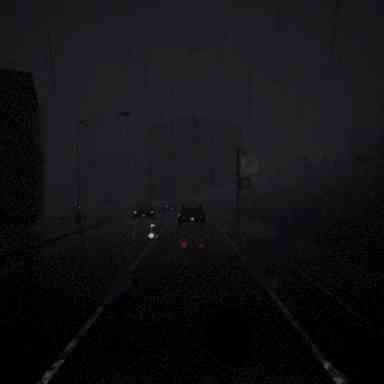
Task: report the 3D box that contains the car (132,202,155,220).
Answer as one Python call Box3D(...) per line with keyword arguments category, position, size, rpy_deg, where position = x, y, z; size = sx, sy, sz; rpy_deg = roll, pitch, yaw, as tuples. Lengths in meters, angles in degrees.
Box3D(category="car", position=(-4.242, 1.650, 29.318), size=(1.812, 1.442, 4.674), rpy_deg=(0, -1, -8))

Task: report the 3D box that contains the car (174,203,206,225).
Box3D(category="car", position=(-0.080, 1.543, 24.072), size=(2.128, 1.511, 4.902), rpy_deg=(0, 0, -2))

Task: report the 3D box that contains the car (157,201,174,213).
Box3D(category="car", position=(-2.969, 1.841, 40.802), size=(1.812, 1.442, 4.674), rpy_deg=(0, -1, -16))

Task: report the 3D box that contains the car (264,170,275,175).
Box3D(category="car", position=(20.898, -4.646, 86.215), size=(2.231, 1.521, 4.892), rpy_deg=(0, 1, -1))

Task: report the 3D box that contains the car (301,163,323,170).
Box3D(category="car", position=(21.500, -4.416, 58.515), size=(2.185, 1.767, 4.553), rpy_deg=(0, 1, -1))

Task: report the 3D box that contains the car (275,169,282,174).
Box3D(category="car", position=(21.138, -4.641, 75.200), size=(2.185, 1.767, 4.553), rpy_deg=(0, 1, -1))

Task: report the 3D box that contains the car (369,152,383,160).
Box3D(category="car", position=(22.098, -3.899, 36.520), size=(2.002, 1.452, 4.674), rpy_deg=(0, 1, -2))

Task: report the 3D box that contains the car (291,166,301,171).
Box3D(category="car", position=(21.381, -4.326, 64.009), size=(2.002, 1.452, 4.674), rpy_deg=(0, 1, -1))

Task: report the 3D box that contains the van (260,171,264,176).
Box3D(category="van", position=(20.782, -4.931, 91.609), size=(1.878, 1.987, 4.442), rpy_deg=(0, 1, -1))

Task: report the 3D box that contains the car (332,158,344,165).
Box3D(category="car", position=(21.737, -4.137, 47.579), size=(2.231, 1.521, 4.892), rpy_deg=(0, 1, -1))

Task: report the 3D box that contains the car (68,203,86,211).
Box3D(category="car", position=(-22.755, 3.023, 65.618), size=(4.892, 1.490, 1.837), rpy_deg=(-4, -2, 45))

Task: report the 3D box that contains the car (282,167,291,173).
Box3D(category="car", position=(21.257, -4.569, 69.682), size=(2.185, 1.767, 4.553), rpy_deg=(0, 1, -1))

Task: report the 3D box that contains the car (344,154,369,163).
Box3D(category="car", position=(21.865, -4.047, 42.062), size=(2.231, 1.521, 4.892), rpy_deg=(0, 1, -1))
